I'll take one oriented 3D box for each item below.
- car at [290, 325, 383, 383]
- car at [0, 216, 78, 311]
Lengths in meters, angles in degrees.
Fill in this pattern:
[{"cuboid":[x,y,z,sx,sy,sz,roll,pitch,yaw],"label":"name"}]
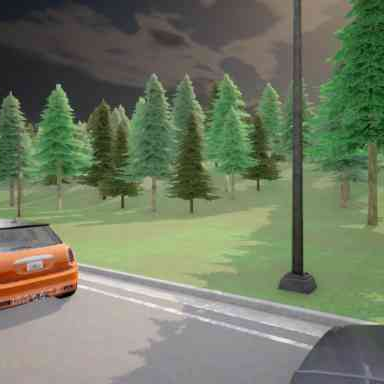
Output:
[{"cuboid":[3.230,1.548,1.691,5.357,1.411,2.033,0,0,36],"label":"car"},{"cuboid":[-4.571,1.351,7.253,4.553,1.767,2.097,0,0,36],"label":"car"}]
